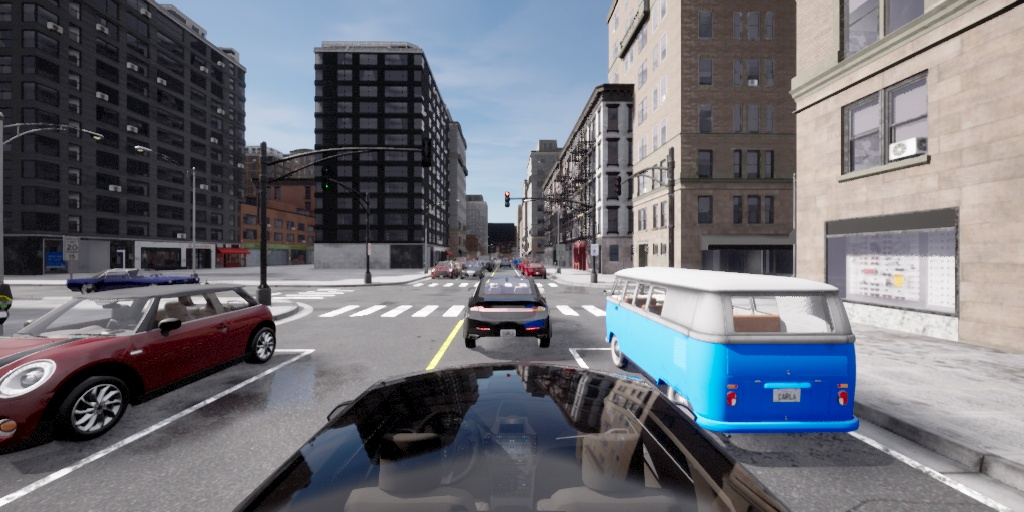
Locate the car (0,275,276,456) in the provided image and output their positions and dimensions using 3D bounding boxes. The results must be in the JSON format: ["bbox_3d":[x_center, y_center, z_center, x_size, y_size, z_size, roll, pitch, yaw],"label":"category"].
[{"bbox_3d":[-5.440,1.189,5.114,1.967,1.591,4.097,0,0,-1],"label":"car"}]

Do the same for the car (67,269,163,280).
[{"bbox_3d":[-17.814,1.262,17.114,4.718,1.301,1.895,0,0,-1],"label":"car"}]

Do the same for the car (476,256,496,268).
[{"bbox_3d":[-3.613,0.968,45.136,2.150,2.045,5.566,0,0,1],"label":"car"}]

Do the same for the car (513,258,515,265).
[{"bbox_3d":[1.566,1.306,59.184,1.948,1.339,4.313,0,0,-1],"label":"car"}]

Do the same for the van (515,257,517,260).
[{"bbox_3d":[1.668,1.083,53.776,1.690,1.789,3.998,0,0,-1],"label":"van"}]

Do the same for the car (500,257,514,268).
[{"bbox_3d":[-1.131,1.303,62.301,1.994,1.385,4.181,0,0,-1],"label":"car"}]

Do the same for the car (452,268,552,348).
[{"bbox_3d":[-0.126,1.241,9.200,2.128,1.511,4.902,0,0,-1],"label":"car"}]

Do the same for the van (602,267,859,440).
[{"bbox_3d":[2.584,1.090,5.265,1.690,1.789,3.998,0,0,-1],"label":"van"}]

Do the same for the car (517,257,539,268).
[{"bbox_3d":[1.975,1.061,37.549,2.192,1.841,5.009,0,0,-1],"label":"car"}]

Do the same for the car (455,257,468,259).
[{"bbox_3d":[-6.151,1.060,42.806,2.192,1.841,5.009,0,0,-1],"label":"car"}]

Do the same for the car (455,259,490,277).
[{"bbox_3d":[-3.395,1.239,31.638,2.128,1.511,4.902,0,0,-1],"label":"car"}]

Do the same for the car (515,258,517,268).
[{"bbox_3d":[1.770,1.289,48.367,1.888,1.381,4.507,0,0,-1],"label":"car"}]

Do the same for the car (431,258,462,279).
[{"bbox_3d":[-5.947,1.187,31.990,1.967,1.591,4.097,0,0,-1],"label":"car"}]

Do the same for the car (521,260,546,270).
[{"bbox_3d":[2.077,1.292,32.141,1.888,1.381,4.507,0,0,-1],"label":"car"}]

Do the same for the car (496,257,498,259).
[{"bbox_3d":[-3.941,1.286,63.826,2.033,1.411,5.357,0,0,-1],"label":"car"}]
